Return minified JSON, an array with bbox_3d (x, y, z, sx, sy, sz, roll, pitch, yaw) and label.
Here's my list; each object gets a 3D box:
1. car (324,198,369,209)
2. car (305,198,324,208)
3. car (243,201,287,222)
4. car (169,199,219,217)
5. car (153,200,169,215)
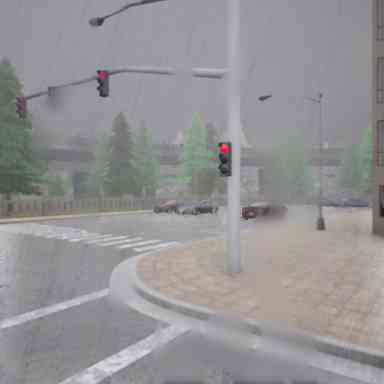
[{"bbox_3d":[21.390,1.498,45.325,5.357,1.411,2.033,0,0,-13],"label":"car"},{"bbox_3d":[18.520,1.517,48.078,4.181,1.385,1.994,0,0,-17],"label":"car"},{"bbox_3d":[5.781,1.428,25.992,1.882,1.535,5.008,0,0,37],"label":"car"},{"bbox_3d":[0.555,1.446,30.629,2.128,1.511,4.902,0,0,38],"label":"car"},{"bbox_3d":[-1.722,1.435,33.379,1.882,1.535,5.008,0,0,39],"label":"car"}]
